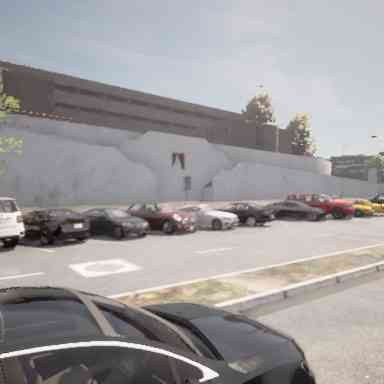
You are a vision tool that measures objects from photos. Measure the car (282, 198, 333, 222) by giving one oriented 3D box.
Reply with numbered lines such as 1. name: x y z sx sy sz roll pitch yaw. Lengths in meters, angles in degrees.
1. car: 7.981 1.440 25.885 4.792 1.488 2.163 -1 -1 35

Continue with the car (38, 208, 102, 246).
1. car: -6.745 1.520 15.460 4.792 1.488 2.163 -1 -1 35

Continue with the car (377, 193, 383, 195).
1. car: 20.144 1.099 34.614 5.566 2.045 2.435 -1 0 35

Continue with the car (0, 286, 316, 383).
1. car: -1.112 1.506 2.339 4.892 1.490 1.837 0 0 -35

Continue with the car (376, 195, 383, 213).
1. car: 15.131 1.368 31.223 5.366 1.575 1.946 -1 0 35

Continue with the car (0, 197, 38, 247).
1. car: -9.189 1.240 13.723 5.566 2.045 2.435 -1 -1 35

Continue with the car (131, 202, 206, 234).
1. car: -1.850 1.352 18.954 4.553 1.767 2.185 -1 -1 35

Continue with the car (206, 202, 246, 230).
1. car: 0.620 1.504 20.677 4.674 1.452 2.002 -1 -1 35

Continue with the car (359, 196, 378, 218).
1. car: 12.998 1.374 29.277 5.366 1.575 1.946 -1 -1 35

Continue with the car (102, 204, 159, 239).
1. car: -4.267 1.530 17.196 4.674 1.452 2.002 -1 -1 35

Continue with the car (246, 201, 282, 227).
1. car: 3.069 1.448 22.410 5.008 1.535 2.097 -1 0 35

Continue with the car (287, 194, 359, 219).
1. car: 10.423 1.144 27.631 5.566 2.045 2.435 -1 -1 35
